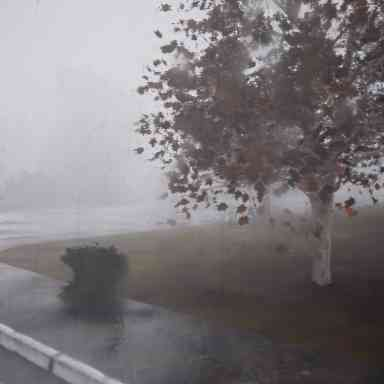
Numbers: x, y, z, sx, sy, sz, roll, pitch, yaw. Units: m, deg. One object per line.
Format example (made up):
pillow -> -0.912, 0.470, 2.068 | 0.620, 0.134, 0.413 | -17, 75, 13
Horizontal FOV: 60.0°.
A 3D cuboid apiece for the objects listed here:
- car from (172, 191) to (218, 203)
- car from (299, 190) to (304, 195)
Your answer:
car -> 0.405, 0.618, 37.843 | 5.357, 1.411, 2.033 | -3, 3, -35
car -> 17.745, -0.270, 47.790 | 4.718, 1.301, 1.895 | -3, 2, -25
